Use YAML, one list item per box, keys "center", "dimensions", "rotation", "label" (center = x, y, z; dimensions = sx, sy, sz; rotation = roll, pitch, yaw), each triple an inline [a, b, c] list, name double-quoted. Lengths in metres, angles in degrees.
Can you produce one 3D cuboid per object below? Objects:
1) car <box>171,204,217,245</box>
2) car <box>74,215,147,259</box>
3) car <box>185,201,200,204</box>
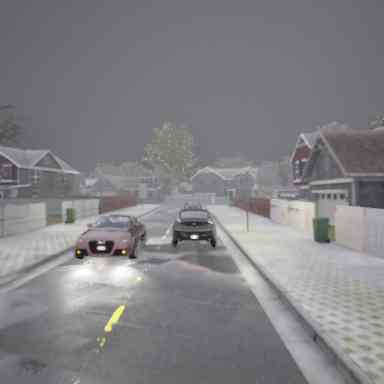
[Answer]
- center: [0.096, 1.511, 15.474]
  dimensions: [1.837, 1.490, 4.892]
  rotation: [0, 0, 0]
  label: "car"
- center: [-2.851, 1.569, 12.431]
  dimensions: [1.994, 1.385, 4.181]
  rotation: [0, 0, 0]
  label: "car"
- center: [0.080, 1.615, 34.445]
  dimensions: [1.895, 1.301, 4.718]
  rotation: [0, 0, -1]
  label: "car"
